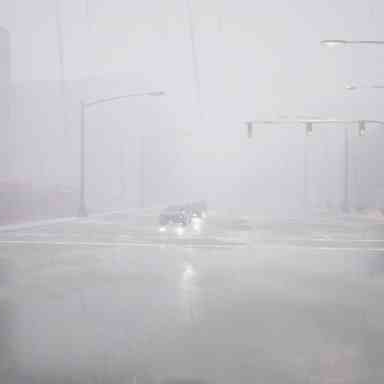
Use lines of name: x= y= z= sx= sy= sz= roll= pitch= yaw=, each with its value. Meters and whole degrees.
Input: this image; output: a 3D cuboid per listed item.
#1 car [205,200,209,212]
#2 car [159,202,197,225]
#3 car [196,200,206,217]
car: x=1.194 y=1.834 z=44.276 sx=2.128 sy=1.511 sz=4.902 roll=0 pitch=-1 yaw=7
car: x=-1.088 y=1.645 z=24.947 sx=2.033 sy=1.411 sz=5.357 roll=0 pitch=-1 yaw=7
car: x=0.038 y=1.805 z=34.482 sx=1.895 sy=1.301 sz=4.718 roll=0 pitch=-1 yaw=7
